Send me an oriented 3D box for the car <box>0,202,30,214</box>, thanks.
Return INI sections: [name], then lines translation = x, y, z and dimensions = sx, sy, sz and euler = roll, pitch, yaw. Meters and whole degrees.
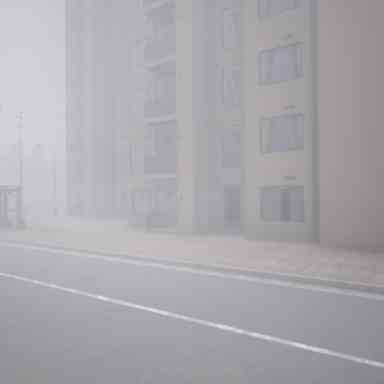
[car]
translation = -21.006, 1.849, 37.698
dimensions = 2.128, 1.511, 4.902
euler = -1, 0, 34
